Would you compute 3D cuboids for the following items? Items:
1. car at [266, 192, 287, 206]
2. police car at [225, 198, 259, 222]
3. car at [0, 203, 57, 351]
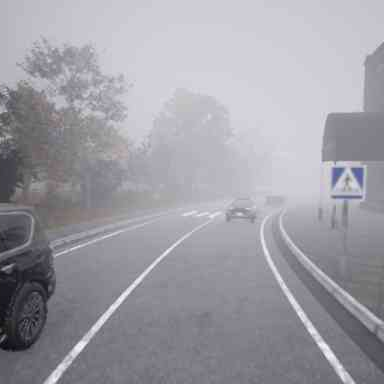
[{"bbox_3d":[10.466,0.797,41.000,1.882,1.535,5.008,2,2,26],"label":"car"},{"bbox_3d":[3.699,1.213,23.771,2.038,1.542,4.974,2,2,15],"label":"police car"},{"bbox_3d":[-3.399,1.185,3.243,2.150,2.045,5.566,0,0,3],"label":"car"}]
